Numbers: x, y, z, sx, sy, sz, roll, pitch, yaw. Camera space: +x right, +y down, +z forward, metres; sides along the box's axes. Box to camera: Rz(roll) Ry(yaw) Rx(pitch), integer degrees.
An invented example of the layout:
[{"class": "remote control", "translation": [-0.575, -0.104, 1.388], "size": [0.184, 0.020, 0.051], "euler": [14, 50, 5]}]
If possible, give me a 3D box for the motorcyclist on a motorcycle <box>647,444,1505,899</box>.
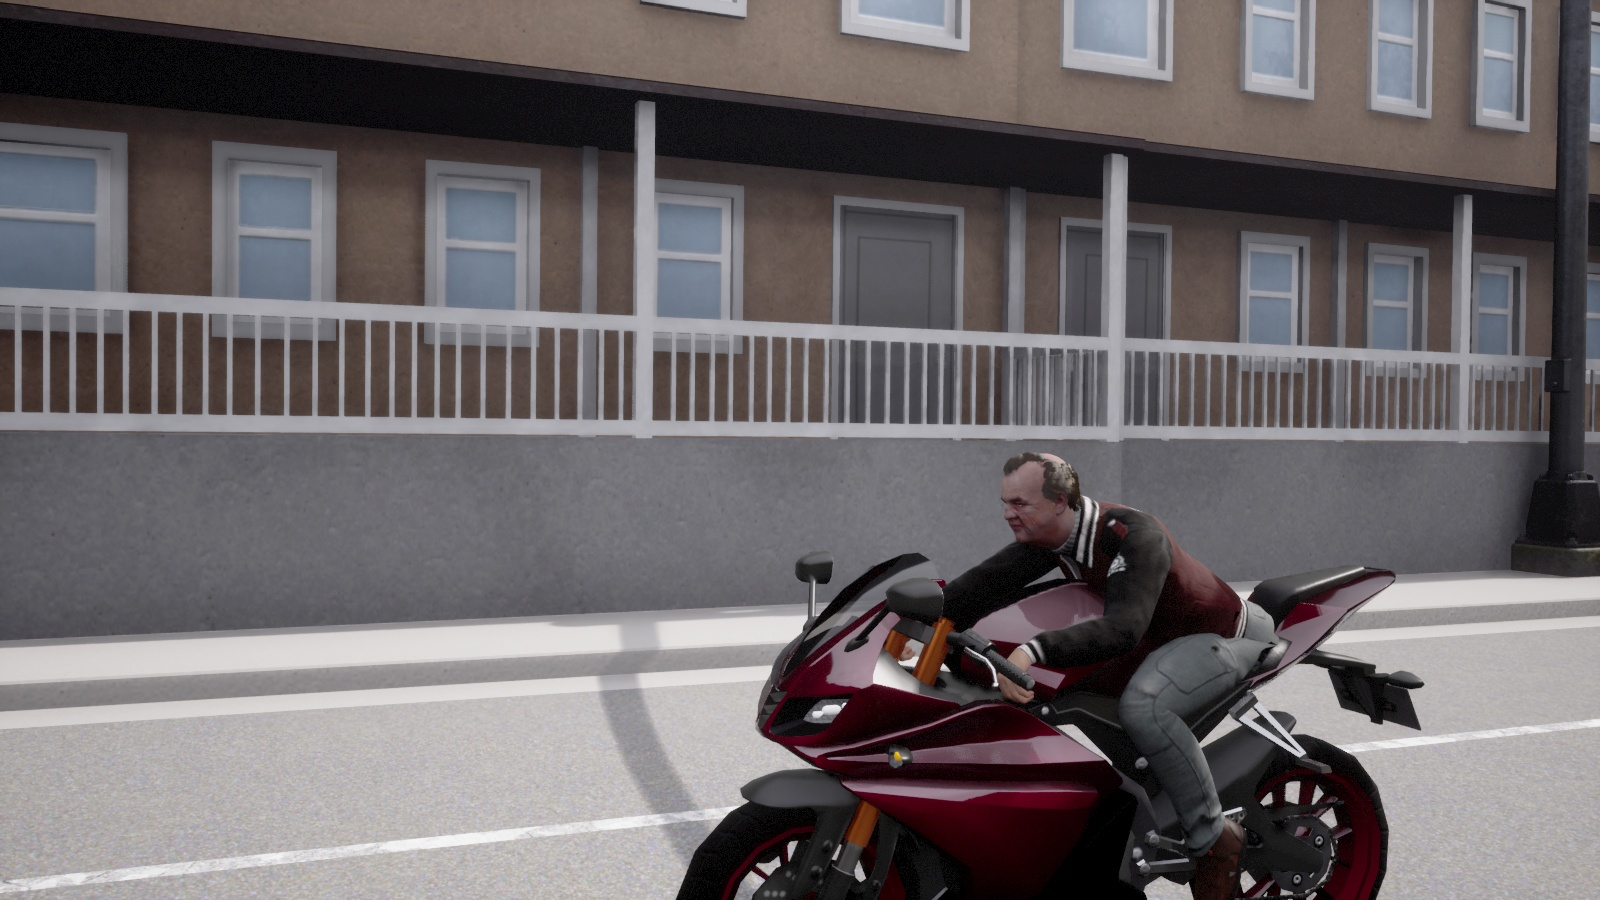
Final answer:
[{"class": "motorcyclist on a motorcycle", "translation": [0.755, 0.768, 3.489], "size": [2.191, 1.530, 0.866], "euler": [-1, 1, -19]}]
